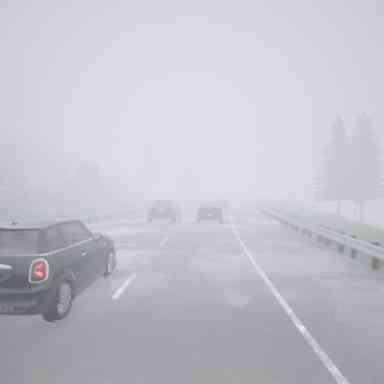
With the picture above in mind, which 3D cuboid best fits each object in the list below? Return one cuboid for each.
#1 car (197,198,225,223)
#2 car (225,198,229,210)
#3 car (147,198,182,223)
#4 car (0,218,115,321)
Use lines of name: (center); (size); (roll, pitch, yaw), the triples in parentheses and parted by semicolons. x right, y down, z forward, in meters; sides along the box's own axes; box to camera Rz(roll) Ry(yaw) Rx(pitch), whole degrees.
car: (1.451, 1.482, 25.863); (1.882, 1.535, 5.008); (0, 0, 5)
car: (3.845, 1.513, 44.147); (2.163, 1.488, 4.792); (0, 0, 9)
car: (-2.049, 1.350, 25.946); (2.097, 1.767, 4.553); (0, 0, 5)
car: (-3.219, 1.347, 7.472); (2.097, 1.767, 4.553); (0, 0, 1)
